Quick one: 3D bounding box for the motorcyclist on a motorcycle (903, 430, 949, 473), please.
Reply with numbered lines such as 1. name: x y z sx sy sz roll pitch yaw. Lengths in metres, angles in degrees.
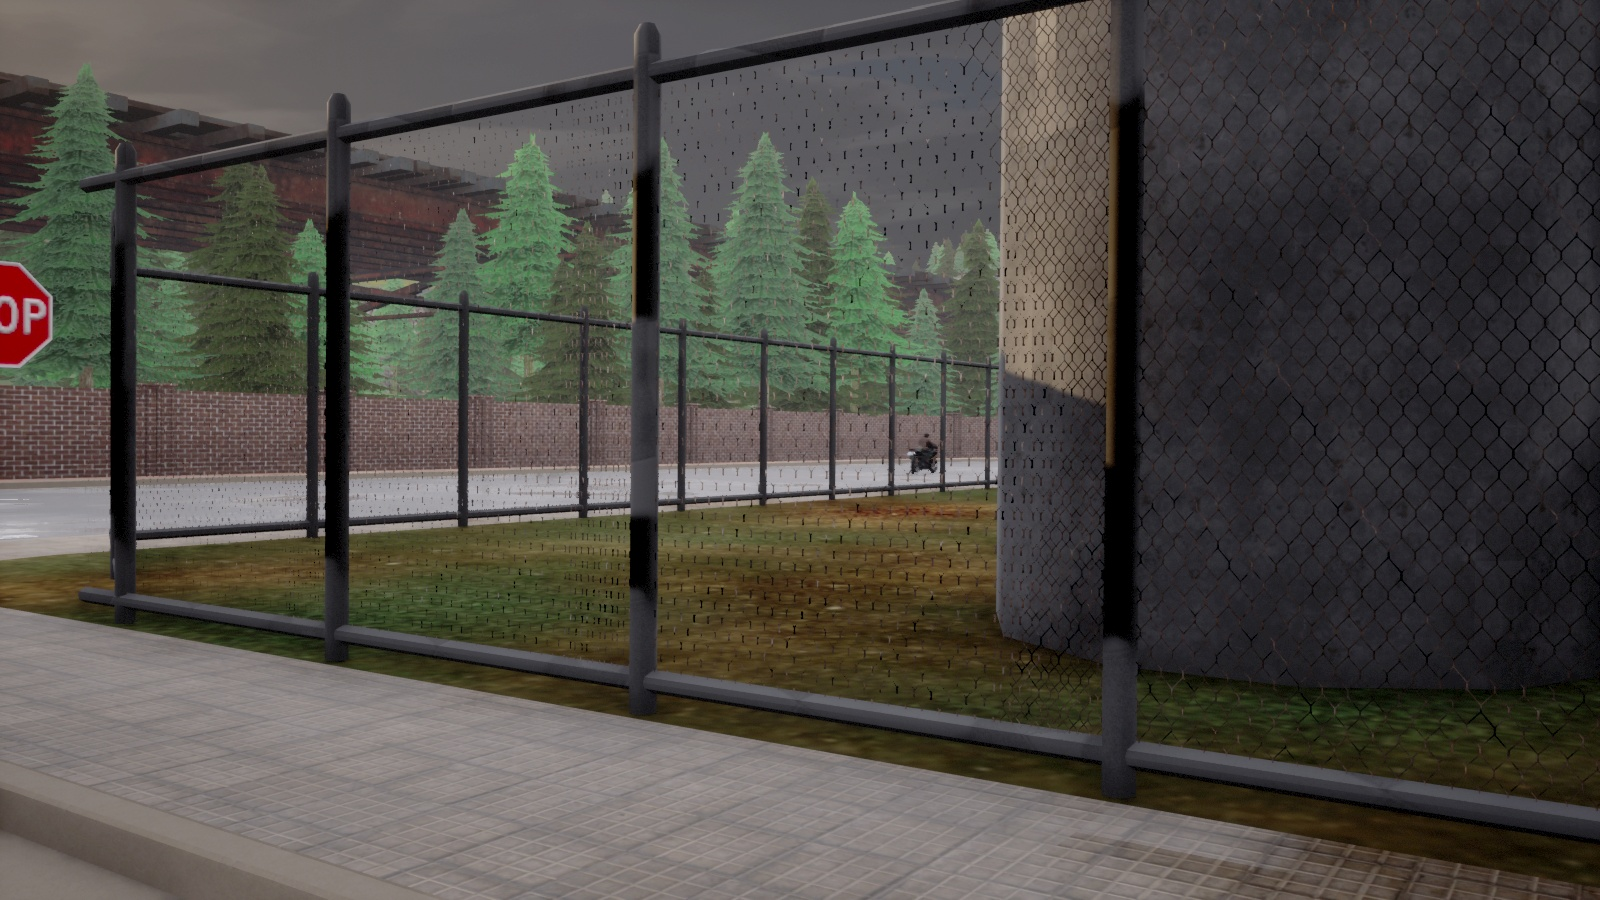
1. motorcyclist on a motorcycle: 4.613 0.045 45.909 0.797 1.523 2.044 0 1 34
